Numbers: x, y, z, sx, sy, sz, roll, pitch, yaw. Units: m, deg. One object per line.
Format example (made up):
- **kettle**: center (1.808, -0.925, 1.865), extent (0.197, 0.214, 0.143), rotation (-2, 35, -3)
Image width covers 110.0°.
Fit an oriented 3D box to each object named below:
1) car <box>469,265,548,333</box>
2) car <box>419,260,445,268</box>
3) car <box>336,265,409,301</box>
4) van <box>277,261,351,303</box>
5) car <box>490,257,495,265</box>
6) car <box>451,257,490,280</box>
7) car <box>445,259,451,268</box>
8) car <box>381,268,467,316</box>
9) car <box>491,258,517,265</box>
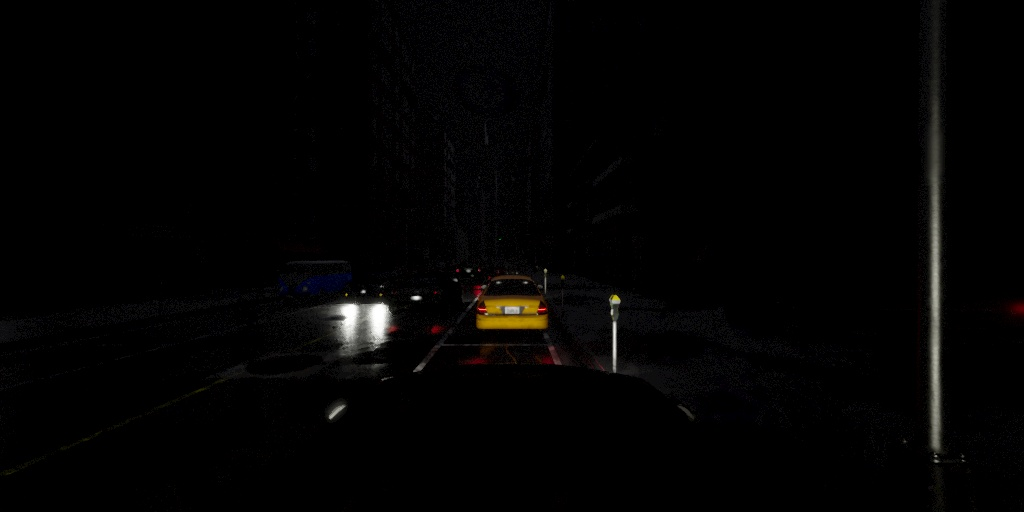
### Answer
- **car**: center (0.005, 1.207, 10.690), extent (1.801, 1.575, 5.366), rotation (0, 0, 0)
- **car**: center (-8.813, 1.322, 38.333), extent (1.948, 1.339, 4.313), rotation (0, 0, 0)
- **car**: center (-6.245, 1.314, 17.048), extent (1.994, 1.385, 4.181), rotation (0, 0, 0)
- **van**: center (-8.813, 1.091, 16.328), extent (1.690, 1.789, 3.998), rotation (0, 0, 0)
- **car**: center (-3.045, 1.249, 42.526), extent (2.128, 1.511, 4.902), rotation (0, 0, 0)
- **car**: center (-3.144, 1.104, 28.012), extent (2.097, 1.767, 4.553), rotation (0, 0, 0)
- **car**: center (-8.814, 1.340, 43.834), extent (1.802, 1.307, 4.207), rotation (0, 0, 0)
- **car**: center (-3.045, 1.314, 13.399), extent (1.994, 1.385, 4.181), rotation (0, 0, 0)
- **car**: center (-0.288, 1.193, 27.330), extent (1.967, 1.591, 4.097), rotation (0, 0, 0)
